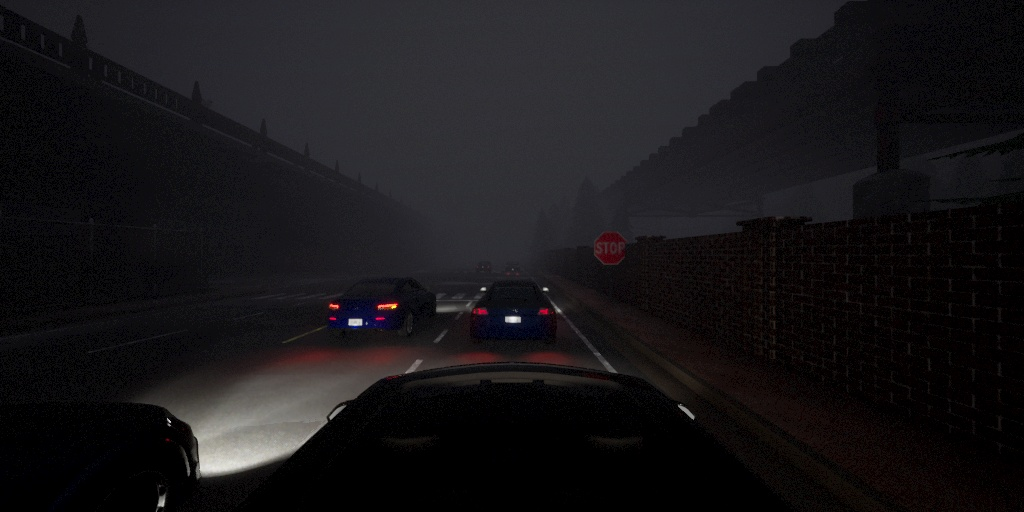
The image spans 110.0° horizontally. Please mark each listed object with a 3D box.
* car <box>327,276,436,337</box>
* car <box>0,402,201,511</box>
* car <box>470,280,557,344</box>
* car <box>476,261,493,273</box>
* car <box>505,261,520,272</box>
[{"bbox_3d":[-3.419,1.276,10.113,1.812,1.442,4.674,0,0,0],"label":"car"},{"bbox_3d":[-3.399,1.314,1.018,1.994,1.385,4.181,0,0,0],"label":"car"},{"bbox_3d":[0.063,1.314,9.593,1.994,1.385,4.181,0,0,1],"label":"car"},{"bbox_3d":[-3.387,1.297,43.894,2.033,1.411,5.357,0,0,-1],"label":"car"},{"bbox_3d":[0.070,1.351,46.242,1.895,1.301,4.718,0,0,-1],"label":"car"}]
